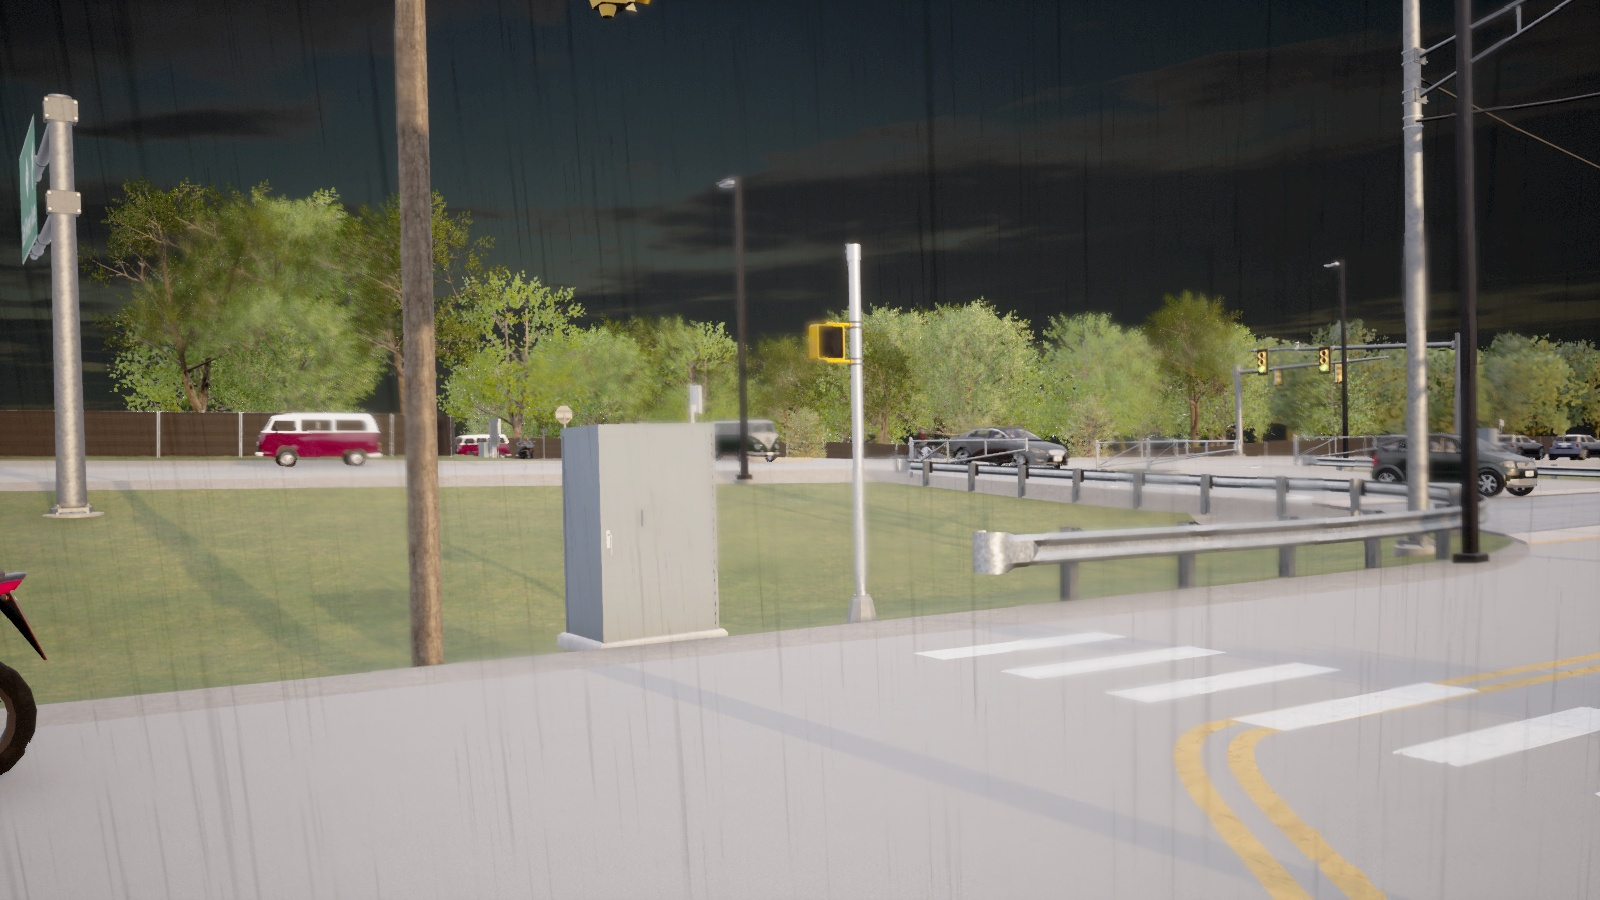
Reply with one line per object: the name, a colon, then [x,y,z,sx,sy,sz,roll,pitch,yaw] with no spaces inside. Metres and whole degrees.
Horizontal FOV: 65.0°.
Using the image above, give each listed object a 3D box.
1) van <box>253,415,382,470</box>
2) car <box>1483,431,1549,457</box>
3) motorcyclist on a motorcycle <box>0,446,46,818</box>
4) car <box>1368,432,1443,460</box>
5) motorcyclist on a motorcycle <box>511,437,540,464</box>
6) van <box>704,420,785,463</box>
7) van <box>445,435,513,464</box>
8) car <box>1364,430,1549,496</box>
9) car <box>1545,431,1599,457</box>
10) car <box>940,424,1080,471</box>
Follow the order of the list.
van: [-18.360,-0.296,47.800,4.480,2.038,2.069,0,1,-24]
car: [42.628,-0.344,74.749,3.806,1.475,1.970,0,0,-34]
motorcyclist on a motorcycle: [-4.218,0.750,4.986,2.044,1.523,0.797,0,0,-35]
car: [32.833,-0.234,68.089,4.193,1.474,1.816,0,0,-34]
motorcyclist on a motorcycle: [-15.854,0.035,72.509,0.866,1.530,2.191,-2,0,-35]
van: [-2.683,-0.412,59.586,1.775,1.987,4.442,0,1,-34]
van: [-24.010,-0.033,94.024,4.480,2.038,2.069,-2,0,-42]
car: [16.436,0.310,31.579,1.789,1.549,3.705,-1,0,-34]
car: [44.624,-0.355,71.874,3.806,1.475,1.970,0,0,-34]
car: [7.410,-0.127,44.797,2.128,1.511,4.902,0,2,-34]
